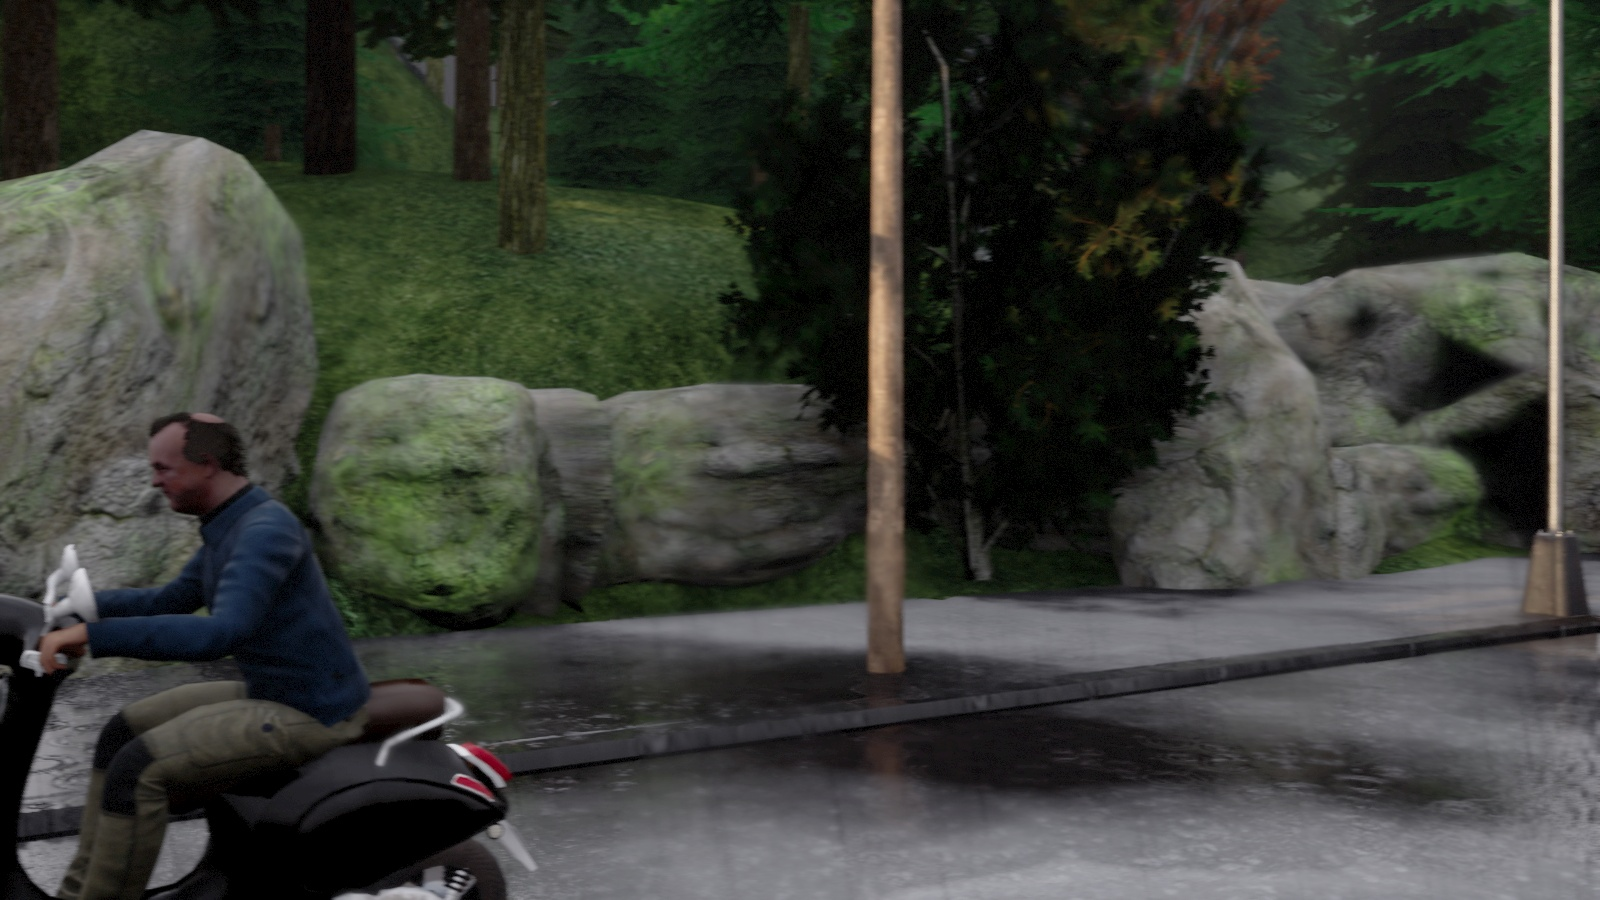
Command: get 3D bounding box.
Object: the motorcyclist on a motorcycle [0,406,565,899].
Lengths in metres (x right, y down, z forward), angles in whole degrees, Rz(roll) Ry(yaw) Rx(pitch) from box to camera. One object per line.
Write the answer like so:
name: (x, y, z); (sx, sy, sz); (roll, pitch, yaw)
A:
motorcyclist on a motorcycle: (-1.608, 0.705, 3.140); (1.817, 1.590, 0.866); (0, 0, -31)
